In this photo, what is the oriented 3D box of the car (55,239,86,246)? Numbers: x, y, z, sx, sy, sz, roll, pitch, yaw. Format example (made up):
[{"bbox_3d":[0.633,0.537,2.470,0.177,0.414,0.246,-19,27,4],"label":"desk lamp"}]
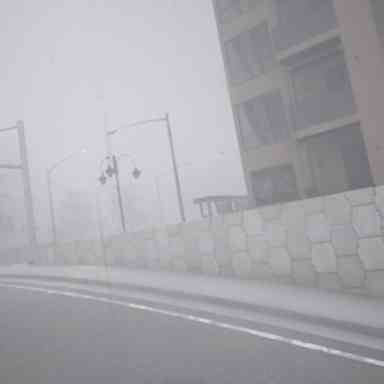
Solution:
[{"bbox_3d":[-12.077,5.382,32.227,1.882,1.535,5.008,-14,-8,36],"label":"car"}]
